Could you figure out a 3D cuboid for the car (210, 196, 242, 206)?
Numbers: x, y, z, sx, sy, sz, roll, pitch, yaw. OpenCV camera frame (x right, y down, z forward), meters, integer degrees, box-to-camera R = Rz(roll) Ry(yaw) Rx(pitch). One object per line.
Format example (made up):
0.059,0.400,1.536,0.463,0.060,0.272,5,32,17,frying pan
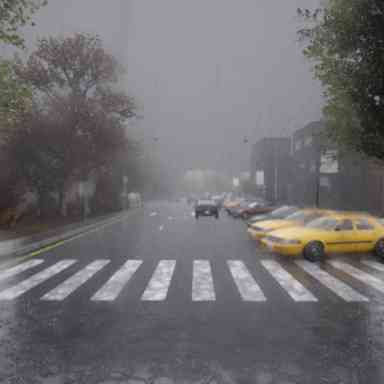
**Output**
5.497,1.415,54.096,4.792,1.488,2.163,1,0,-20,car

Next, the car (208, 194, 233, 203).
5.629,1.259,66.127,4.553,1.767,2.185,1,0,-20,car

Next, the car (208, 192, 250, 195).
5.432,1.148,42.079,5.566,2.045,2.435,1,0,-20,car

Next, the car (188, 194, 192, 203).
0.220,1.250,64.865,2.097,1.767,4.553,0,0,0,car

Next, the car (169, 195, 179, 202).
-3.806,1.423,70.973,2.128,1.511,4.902,0,0,0,car

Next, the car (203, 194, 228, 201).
5.469,1.383,78.075,5.366,1.575,1.946,1,0,-20,car

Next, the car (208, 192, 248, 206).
5.480,1.136,51.095,5.566,2.045,2.435,1,0,-20,car

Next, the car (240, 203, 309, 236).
5.144,1.472,15.027,5.366,1.575,1.946,1,0,-20,car

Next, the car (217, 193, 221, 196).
5.437,1.287,36.104,4.553,1.767,2.185,1,0,-20,car

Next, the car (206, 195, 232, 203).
5.603,1.385,69.131,5.008,1.535,2.097,1,0,-20,car

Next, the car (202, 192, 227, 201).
5.681,1.140,84.168,5.566,2.045,2.435,1,0,-20,car

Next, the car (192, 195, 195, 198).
1.270,1.426,38.827,1.837,1.490,4.892,0,0,0,car

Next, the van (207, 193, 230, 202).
5.735,1.162,72.175,4.442,1.987,1.878,1,0,-20,van

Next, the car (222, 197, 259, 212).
5.343,1.456,30.084,4.792,1.488,2.163,1,0,-20,car

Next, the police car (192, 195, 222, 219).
1.220,1.370,28.936,1.930,1.638,5.238,0,0,0,police car

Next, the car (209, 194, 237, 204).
5.530,1.257,60.111,4.553,1.767,2.185,1,0,-20,car

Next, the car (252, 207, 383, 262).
5.140,1.482,12.026,5.366,1.575,1.946,1,0,-20,car

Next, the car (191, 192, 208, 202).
1.305,1.261,44.796,2.097,1.767,4.553,0,0,0,car

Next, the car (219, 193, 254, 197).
5.420,1.294,33.103,4.553,1.767,2.185,1,0,-20,car

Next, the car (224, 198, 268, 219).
5.359,1.477,27.092,4.674,1.452,2.002,1,1,-20,car

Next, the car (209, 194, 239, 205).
5.511,1.258,57.110,4.553,1.767,2.185,1,0,-20,car

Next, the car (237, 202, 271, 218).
5.333,1.468,18.091,4.892,1.521,2.231,1,0,-20,car

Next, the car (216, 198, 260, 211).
5.420,1.445,39.101,4.674,1.452,2.002,1,0,-20,car
